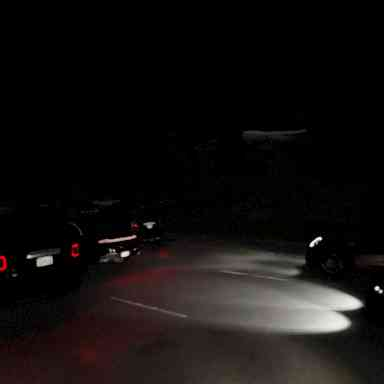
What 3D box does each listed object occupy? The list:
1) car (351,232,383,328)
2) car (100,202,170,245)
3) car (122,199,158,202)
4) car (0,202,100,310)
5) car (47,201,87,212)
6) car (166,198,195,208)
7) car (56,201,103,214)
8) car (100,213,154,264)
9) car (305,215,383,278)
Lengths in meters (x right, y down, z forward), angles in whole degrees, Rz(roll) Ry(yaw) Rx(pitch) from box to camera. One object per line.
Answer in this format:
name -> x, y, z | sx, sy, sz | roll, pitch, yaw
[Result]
car -> 4.832, 1.551, 4.838 | 4.181, 1.385, 1.994 | -1, 0, 36
car -> -3.489, 1.480, 15.001 | 4.553, 1.767, 2.097 | -1, 0, 35
car -> -7.188, 1.792, 48.726 | 4.902, 1.511, 2.128 | 0, 0, -41
car -> -4.787, 1.315, 7.345 | 5.566, 2.045, 2.150 | 0, 0, 35
car -> -16.629, 1.936, 44.379 | 1.895, 1.301, 4.718 | -1, 0, 43
car -> -2.428, 1.784, 56.907 | 5.008, 1.535, 1.882 | 0, 0, -35
car -> -14.129, 1.859, 42.014 | 2.033, 1.411, 5.357 | -1, 0, 40
car -> -3.907, 1.598, 11.009 | 4.902, 1.511, 2.128 | -1, 0, 35
car -> 5.397, 1.358, 8.739 | 4.553, 1.767, 2.097 | -1, -1, 35
